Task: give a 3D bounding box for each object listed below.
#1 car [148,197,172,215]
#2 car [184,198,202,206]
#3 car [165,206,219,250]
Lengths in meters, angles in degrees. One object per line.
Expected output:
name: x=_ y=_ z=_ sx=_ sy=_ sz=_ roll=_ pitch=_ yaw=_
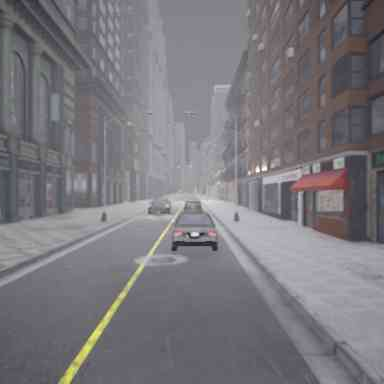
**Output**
car: x=-3.084 y=1.299 z=32.761 sx=2.097 sy=1.767 sz=4.553 roll=0 pitch=0 yaw=0
car: x=0.106 y=1.432 z=37.437 sx=2.128 sy=1.511 sz=4.902 roll=0 pitch=0 yaw=0
car: x=0.103 y=1.521 z=14.130 sx=2.033 sy=1.411 sz=5.357 roll=0 pitch=0 yaw=0
